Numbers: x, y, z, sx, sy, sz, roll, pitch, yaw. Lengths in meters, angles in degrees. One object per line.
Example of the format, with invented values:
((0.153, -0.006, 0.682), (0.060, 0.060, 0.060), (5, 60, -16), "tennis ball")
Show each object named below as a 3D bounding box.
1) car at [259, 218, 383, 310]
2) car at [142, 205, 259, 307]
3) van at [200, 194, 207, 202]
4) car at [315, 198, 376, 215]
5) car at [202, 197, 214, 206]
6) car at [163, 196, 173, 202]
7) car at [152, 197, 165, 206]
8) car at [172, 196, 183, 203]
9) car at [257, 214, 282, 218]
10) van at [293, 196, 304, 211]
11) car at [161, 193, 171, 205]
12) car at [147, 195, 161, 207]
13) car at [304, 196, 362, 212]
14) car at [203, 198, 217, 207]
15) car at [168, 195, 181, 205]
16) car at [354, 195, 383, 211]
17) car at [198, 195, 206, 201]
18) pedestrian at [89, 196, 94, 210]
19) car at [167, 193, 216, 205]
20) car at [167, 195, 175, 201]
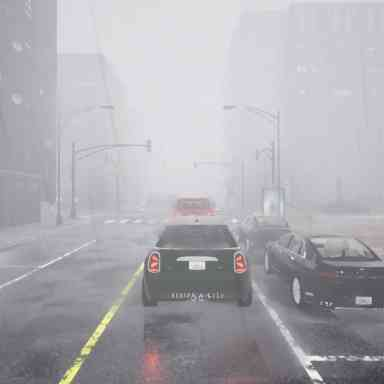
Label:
((2.831, 1.553, 7.654), (2.008, 1.369, 4.403), (1, 0, 0), "car")
((0.100, 1.354, 8.152), (2.097, 1.767, 4.553), (0, 0, 0), "car")
((2.702, 1.373, 79.274), (1.690, 1.788, 3.998), (1, 0, 0), "van")
((13.703, 1.413, 29.856), (4.206, 1.307, 1.802), (0, 0, 0), "car")
((2.700, 1.603, 56.988), (1.802, 1.307, 4.206), (1, 0, 0), "car")
((-5.680, 1.598, 79.312), (1.947, 1.339, 4.313), (1, 0, 0), "car")
((-5.680, 1.566, 57.028), (1.887, 1.381, 4.507), (1, 0, 0), "car")
((-3.001, 1.553, 70.748), (2.128, 1.511, 4.902), (0, 0, 0), "car")
((2.830, 1.555, 13.224), (2.008, 1.369, 4.403), (1, 0, 0), "car")
((13.763, 1.296, 38.237), (3.998, 1.788, 1.690), (0, 0, 0), "van")
((-3.121, 1.240, 51.108), (2.150, 2.045, 5.566), (0, 0, 0), "car")
((-5.676, 1.334, 51.457), (2.192, 1.841, 5.009), (1, 0, 0), "car")
((14.997, 1.412, 35.645), (4.892, 1.490, 1.837), (0, -1, 0), "car")
((2.700, 1.585, 51.417), (1.947, 1.339, 4.313), (1, 0, 0), "car")
((-3.069, 1.376, 60.679), (2.097, 1.767, 4.553), (0, 0, 0), "car")
((19.290, 1.228, 38.198), (5.009, 1.841, 2.192), (0, 0, 0), "car")
((2.700, 1.582, 90.414), (1.887, 1.381, 4.507), (1, 0, 0), "car")
((-12.529, 1.348, 41.381), (0.375, 1.860, 0.375), (0, 0, 0), "pedestrian")
((0.087, 1.228, 17.622), (2.150, 2.045, 5.566), (0, 0, 0), "car")
((-5.681, 1.603, 90.454), (1.947, 1.339, 4.313), (1, 0, 0), "car")
